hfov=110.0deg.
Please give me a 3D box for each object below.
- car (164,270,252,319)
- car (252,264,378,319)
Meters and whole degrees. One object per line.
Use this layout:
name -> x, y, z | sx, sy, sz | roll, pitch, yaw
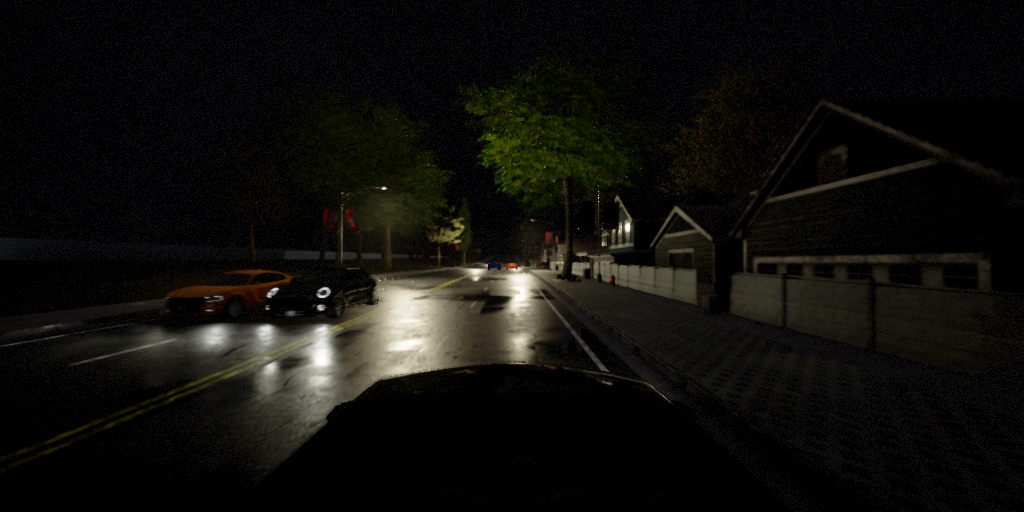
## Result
car -> -9.834, 1.259, 13.189 | 1.882, 1.535, 5.008 | 0, 0, 0
car -> -6.583, 1.133, 12.930 | 2.097, 1.767, 4.553 | 0, 0, 0
